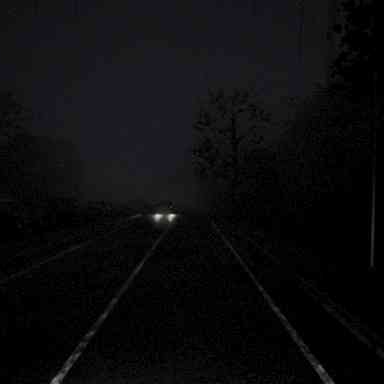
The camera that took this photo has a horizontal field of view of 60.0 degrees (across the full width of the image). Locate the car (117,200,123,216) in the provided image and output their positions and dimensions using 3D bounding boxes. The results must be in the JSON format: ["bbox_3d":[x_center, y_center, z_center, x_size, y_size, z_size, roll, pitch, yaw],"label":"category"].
[{"bbox_3d":[-10.247,1.759,35.764,4.553,1.767,2.185,0,-1,0],"label":"car"}]

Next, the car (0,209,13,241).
[{"bbox_3d":[-10.311,1.588,13.575,4.674,1.452,2.002,0,0,0],"label":"car"}]

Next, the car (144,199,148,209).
[{"bbox_3d":[-10.223,2.314,55.191,4.792,1.488,2.163,0,-1,0],"label":"car"}]

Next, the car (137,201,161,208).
[{"bbox_3d":[-10.036,2.822,77.383,5.366,1.575,1.946,0,-2,0],"label":"car"}]

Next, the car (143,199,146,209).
[{"bbox_3d":[-10.226,2.257,52.415,4.792,1.488,2.163,0,-1,0],"label":"car"}]

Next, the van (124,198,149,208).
[{"bbox_3d":[-10.365,2.115,57.972,4.442,1.987,1.878,0,-1,0],"label":"van"}]

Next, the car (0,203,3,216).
[{"bbox_3d":[-23.355,1.927,35.900,4.674,1.452,2.002,0,-1,0],"label":"car"}]

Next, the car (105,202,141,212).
[{"bbox_3d":[-10.230,2.200,49.639,4.792,1.488,2.163,0,-1,0],"label":"car"}]

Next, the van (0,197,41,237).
[{"bbox_3d":[-10.188,1.334,16.352,4.442,1.987,1.878,0,0,0],"label":"van"}]

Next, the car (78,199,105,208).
[{"bbox_3d":[-23.330,2.574,77.440,5.566,2.045,2.435,0,-2,0],"label":"car"}]

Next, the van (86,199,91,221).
[{"bbox_3d":[-10.176,1.431,24.664,4.442,1.987,1.878,0,-1,0],"label":"van"}]

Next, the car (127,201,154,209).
[{"bbox_3d":[-10.231,2.522,66.294,4.892,1.521,2.231,0,-2,0],"label":"car"}]

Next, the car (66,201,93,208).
[{"bbox_3d":[-23.342,2.617,69.001,4.792,1.488,2.163,0,-2,0],"label":"car"}]

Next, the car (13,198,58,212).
[{"bbox_3d":[-23.311,1.920,49.754,5.566,2.045,2.435,0,-1,0],"label":"car"}]

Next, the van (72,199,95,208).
[{"bbox_3d":[-23.426,2.436,71.778,4.442,1.987,1.878,0,-2,0],"label":"van"}]

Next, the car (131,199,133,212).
[{"bbox_3d":[-10.264,2.000,41.313,4.892,1.521,2.231,0,-1,0],"label":"car"}]

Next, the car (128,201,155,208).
[{"bbox_3d":[-10.418,2.587,69.061,5.366,1.575,1.946,0,-2,0],"label":"car"}]

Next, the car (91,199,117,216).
[{"bbox_3d":[-10.250,1.702,32.989,4.553,1.767,2.185,0,-1,0],"label":"car"}]

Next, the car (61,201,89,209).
[{"bbox_3d":[-23.346,2.551,66.362,4.792,1.488,2.163,0,-1,0],"label":"car"}]

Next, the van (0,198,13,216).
[{"bbox_3d":[-23.471,1.715,38.549,4.442,1.987,1.878,0,-1,0],"label":"van"}]

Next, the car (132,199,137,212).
[{"bbox_3d":[-10.273,2.057,44.089,4.892,1.521,2.231,0,-1,0],"label":"car"}]

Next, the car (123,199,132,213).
[{"bbox_3d":[-10.089,1.939,38.537,5.366,1.575,1.946,0,-1,0],"label":"car"}]

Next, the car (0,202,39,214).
[{"bbox_3d":[-23.341,2.057,44.209,5.008,1.535,2.097,0,-1,0],"label":"car"}]

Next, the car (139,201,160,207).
[{"bbox_3d":[-10.224,2.907,80.158,4.892,1.521,2.231,0,-2,0],"label":"car"}]

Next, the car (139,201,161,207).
[{"bbox_3d":[-10.400,2.984,82.934,5.366,1.575,1.946,0,-2,0],"label":"car"}]

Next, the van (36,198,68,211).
[{"bbox_3d":[-23.215,2.059,55.292,4.442,1.987,1.878,0,-1,0],"label":"van"}]

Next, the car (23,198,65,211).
[{"bbox_3d":[-23.307,1.977,52.524,5.566,2.045,2.435,0,-1,0],"label":"car"}]

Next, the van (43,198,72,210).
[{"bbox_3d":[-23.444,2.116,58.062,4.442,1.987,1.878,0,-1,0],"label":"van"}]

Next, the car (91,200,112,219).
[{"bbox_3d":[-10.280,1.771,30.211,5.008,1.535,2.097,0,-1,0],"label":"car"}]

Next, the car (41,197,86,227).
[{"bbox_3d":[-10.325,1.349,21.889,5.566,2.045,2.435,0,-1,0],"label":"car"}]

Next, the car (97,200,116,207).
[{"bbox_3d":[-23.314,3.101,91.156,4.553,1.767,2.185,0,-2,0],"label":"car"}]

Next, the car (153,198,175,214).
[{"bbox_3d":[-3.329,1.856,41.692,2.097,1.767,4.553,0,-1,0],"label":"car"}]

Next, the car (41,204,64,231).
[{"bbox_3d":[-10.330,1.602,19.134,4.792,1.488,2.163,0,-1,0],"label":"car"}]

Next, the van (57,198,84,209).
[{"bbox_3d":[-23.212,2.233,63.616,4.442,1.987,1.878,0,-1,0],"label":"van"}]

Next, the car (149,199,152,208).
[{"bbox_3d":[-10.274,2.428,60.742,4.792,1.488,2.163,0,-1,0],"label":"car"}]

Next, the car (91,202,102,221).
[{"bbox_3d":[-10.292,1.754,27.434,4.674,1.452,2.002,0,-1,0],"label":"car"}]

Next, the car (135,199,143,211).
[{"bbox_3d":[-10.078,2.110,46.864,5.366,1.575,1.946,0,-1,0],"label":"car"}]

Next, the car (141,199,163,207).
[{"bbox_3d":[-10.239,2.817,85.716,5.566,2.045,2.435,0,-2,0],"label":"car"}]
